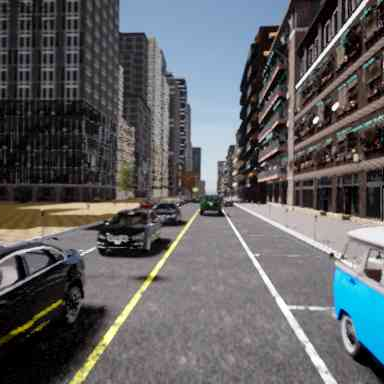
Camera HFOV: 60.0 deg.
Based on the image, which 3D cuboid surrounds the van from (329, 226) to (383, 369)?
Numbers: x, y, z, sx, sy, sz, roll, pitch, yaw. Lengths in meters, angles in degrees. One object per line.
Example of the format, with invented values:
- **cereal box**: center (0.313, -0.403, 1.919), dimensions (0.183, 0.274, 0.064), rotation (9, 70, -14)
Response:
- **van**: center (2.828, 1.379, 3.450), dimensions (1.690, 1.788, 3.998), rotation (1, 0, 3)

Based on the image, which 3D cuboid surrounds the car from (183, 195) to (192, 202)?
- **car**: center (-1.024, 1.560, 81.094), dimensions (1.752, 1.417, 4.829), rotation (1, 0, 3)

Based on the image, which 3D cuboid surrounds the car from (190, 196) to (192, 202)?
- **car**: center (-1.661, 1.557, 70.217), dimensions (1.887, 1.381, 4.507), rotation (1, 0, 3)

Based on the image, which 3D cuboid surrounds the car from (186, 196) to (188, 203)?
- **car**: center (-2.306, 1.433, 59.173), dimensions (1.967, 1.590, 4.097), rotation (1, 0, 3)

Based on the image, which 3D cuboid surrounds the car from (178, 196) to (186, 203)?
- **car**: center (-2.631, 1.535, 53.649), dimensions (2.008, 1.369, 4.403), rotation (1, 0, 3)

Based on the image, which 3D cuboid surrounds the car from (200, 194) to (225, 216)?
- **car**: center (1.946, 1.251, 33.556), dimensions (2.150, 2.045, 5.566), rotation (1, 0, 4)

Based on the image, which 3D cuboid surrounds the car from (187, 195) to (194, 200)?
- **car**: center (-0.369, 1.643, 92.311), dimensions (1.802, 1.307, 4.206), rotation (1, 0, 3)

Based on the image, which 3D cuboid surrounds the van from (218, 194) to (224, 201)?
- **van**: center (8.000, 1.514, 91.821), dimensions (1.690, 1.788, 3.998), rotation (1, 0, 3)

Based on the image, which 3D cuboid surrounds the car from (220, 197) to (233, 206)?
- **car**: center (6.058, 1.656, 58.682), dimensions (2.008, 1.369, 4.403), rotation (1, 0, 3)

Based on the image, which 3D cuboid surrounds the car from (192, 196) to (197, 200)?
- **car**: center (1.528, 1.370, 78.603), dimensions (2.033, 1.411, 5.357), rotation (1, 0, 3)

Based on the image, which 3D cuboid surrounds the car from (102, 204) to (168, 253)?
- **car**: center (-2.374, 1.473, 13.682), dimensions (1.837, 1.490, 4.892), rotation (1, 0, 3)

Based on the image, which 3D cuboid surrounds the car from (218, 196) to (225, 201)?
- **car**: center (7.673, 1.742, 86.298), dimensions (1.802, 1.307, 4.206), rotation (1, 0, 3)

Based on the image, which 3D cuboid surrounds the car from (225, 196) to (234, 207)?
- **car**: center (5.734, 1.647, 53.158), dimensions (2.008, 1.369, 4.403), rotation (1, 0, 3)

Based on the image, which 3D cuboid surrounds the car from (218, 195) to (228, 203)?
- **car**: center (7.029, 1.575, 75.251), dimensions (1.967, 1.590, 4.097), rotation (1, 0, 3)

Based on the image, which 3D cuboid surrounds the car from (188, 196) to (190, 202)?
- **car**: center (-1.985, 1.553, 64.695), dimensions (2.008, 1.369, 4.403), rotation (1, 0, 3)

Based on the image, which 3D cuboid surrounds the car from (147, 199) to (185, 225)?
- **car**: center (-1.777, 1.504, 23.828), dimensions (1.812, 1.442, 4.674), rotation (1, 0, 4)

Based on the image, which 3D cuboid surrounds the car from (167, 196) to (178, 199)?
- **car**: center (-3.287, 1.492, 42.433), dimensions (1.752, 1.417, 4.829), rotation (1, 0, 3)

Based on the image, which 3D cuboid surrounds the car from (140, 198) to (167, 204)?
- **car**: center (-3.923, 1.392, 31.555), dimensions (1.967, 1.590, 4.097), rotation (1, 0, 3)

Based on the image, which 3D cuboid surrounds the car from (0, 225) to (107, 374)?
- **car**: center (-2.933, 1.452, 4.179), dimensions (2.128, 1.511, 4.902), rotation (1, 0, 3)

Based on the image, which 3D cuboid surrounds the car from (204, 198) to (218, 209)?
- **car**: center (2.819, 1.617, 48.532), dimensions (1.994, 1.385, 4.181), rotation (1, 0, 4)
